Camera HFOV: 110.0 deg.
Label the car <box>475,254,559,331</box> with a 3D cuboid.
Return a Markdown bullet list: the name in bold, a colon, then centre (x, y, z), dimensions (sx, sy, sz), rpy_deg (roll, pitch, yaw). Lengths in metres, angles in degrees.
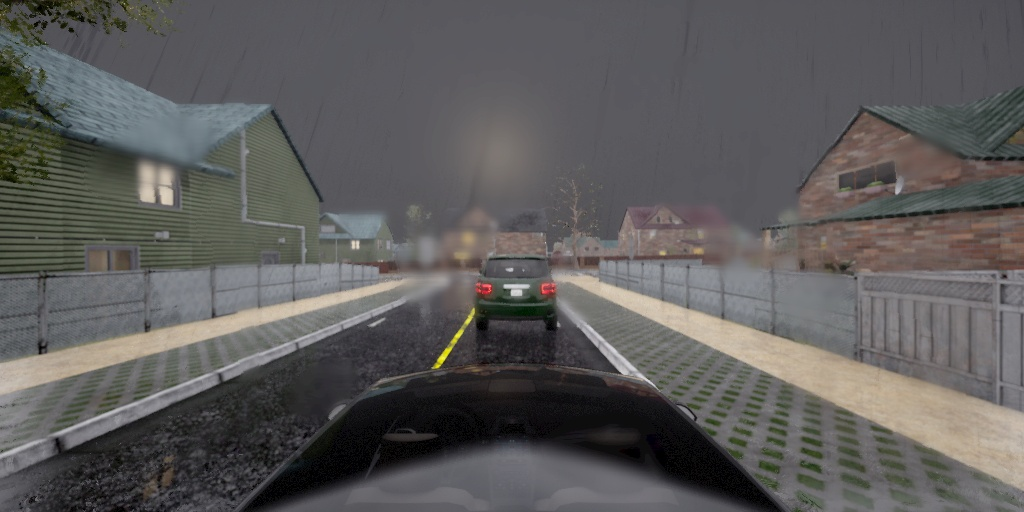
- **car**: centre (0.144, 0.962, 11.153), dimensions (2.150, 2.045, 5.566), rpy_deg (0, 0, 1)
